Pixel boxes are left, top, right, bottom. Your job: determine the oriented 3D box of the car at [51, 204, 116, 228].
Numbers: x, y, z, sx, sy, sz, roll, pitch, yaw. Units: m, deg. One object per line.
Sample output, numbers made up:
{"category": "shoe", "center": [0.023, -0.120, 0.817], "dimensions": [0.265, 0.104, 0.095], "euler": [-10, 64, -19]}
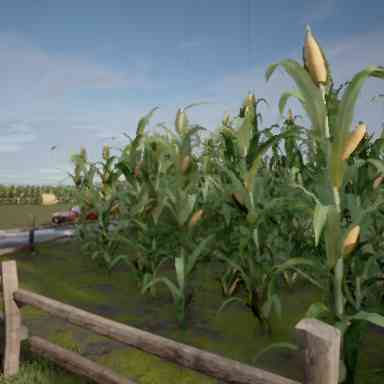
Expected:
{"category": "car", "center": [-7.513, 1.579, 23.486], "dimensions": [1.882, 1.535, 5.008], "euler": [1, 0, 28]}
